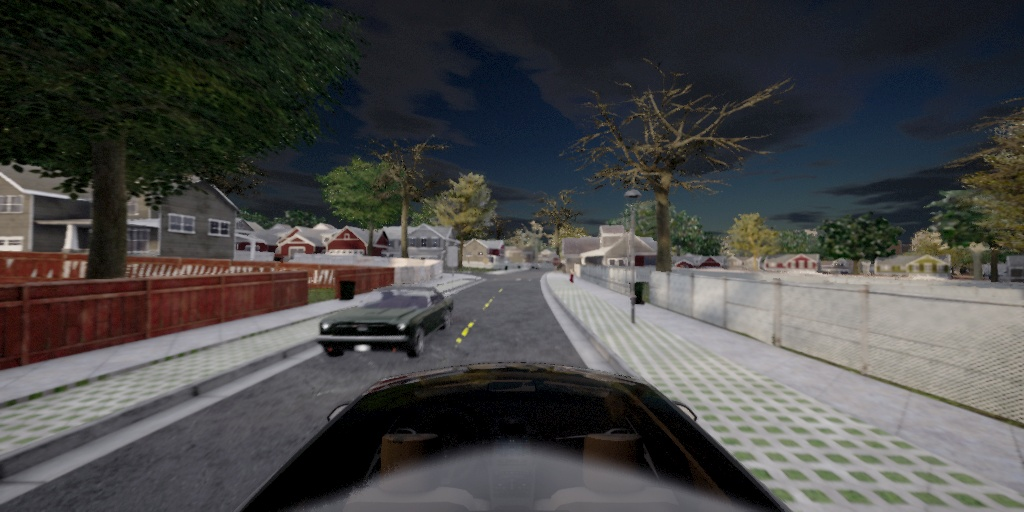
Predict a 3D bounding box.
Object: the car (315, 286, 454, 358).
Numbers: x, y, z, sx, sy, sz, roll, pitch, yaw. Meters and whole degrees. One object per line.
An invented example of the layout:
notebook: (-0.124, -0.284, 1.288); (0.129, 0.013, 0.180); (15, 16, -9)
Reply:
car: (-2.755, 1.442, 8.897); (1.895, 1.301, 4.718); (0, -1, 1)
